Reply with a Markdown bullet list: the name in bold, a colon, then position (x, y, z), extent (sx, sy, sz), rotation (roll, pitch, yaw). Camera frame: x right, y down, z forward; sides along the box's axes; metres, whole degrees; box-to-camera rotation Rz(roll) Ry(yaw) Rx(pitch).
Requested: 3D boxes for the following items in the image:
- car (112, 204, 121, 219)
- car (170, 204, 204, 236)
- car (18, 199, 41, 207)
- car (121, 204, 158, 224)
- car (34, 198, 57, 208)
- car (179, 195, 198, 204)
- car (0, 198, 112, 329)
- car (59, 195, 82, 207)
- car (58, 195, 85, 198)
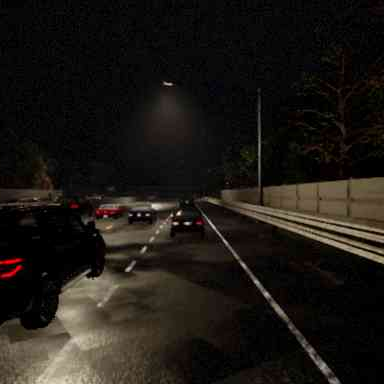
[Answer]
- **car**: position (-7.316, 1.757, 30.181), extent (1.895, 1.301, 4.718), rotation (0, 0, -1)
- **car**: position (-0.267, 1.632, 19.136), extent (2.033, 1.411, 5.357), rotation (0, 0, -1)
- **car**: position (-28.826, 1.943, 59.219), extent (1.994, 1.385, 4.181), rotation (0, 0, -1)
- **car**: position (-3.758, 1.673, 25.855), extent (2.033, 1.411, 5.357), rotation (0, 0, -1)
- **car**: position (-25.321, 1.868, 57.807), extent (1.837, 1.490, 4.892), rotation (0, 0, 0)
- **car**: position (-0.634, 1.435, 45.844), extent (2.150, 2.045, 5.566), rotation (0, 0, -1)
- **car**: position (-3.501, 1.263, 7.142), extent (2.150, 2.045, 5.566), rotation (0, 0, -1)
- **car**: position (-21.847, 1.590, 60.245), extent (2.150, 2.045, 5.566), rotation (0, 0, 0)
- **car**: position (-10.829, 1.392, 30.872), extent (2.150, 2.045, 5.566), rotation (0, 0, -1)
